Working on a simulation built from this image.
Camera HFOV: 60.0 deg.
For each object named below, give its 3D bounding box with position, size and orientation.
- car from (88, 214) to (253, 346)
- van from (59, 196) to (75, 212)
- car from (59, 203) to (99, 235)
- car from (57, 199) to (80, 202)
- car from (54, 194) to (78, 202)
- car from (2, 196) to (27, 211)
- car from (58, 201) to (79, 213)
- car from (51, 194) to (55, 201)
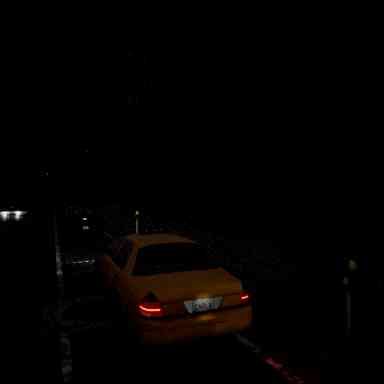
[{"bbox_3d":[-0.844,1.457,6.730,1.801,1.575,5.366,0,0,-23],"label":"car"},{"bbox_3d":[-14.706,1.343,39.024,1.690,1.788,3.998,0,0,-23],"label":"van"},{"bbox_3d":[-6.160,1.552,18.650,2.008,1.369,4.403,0,0,-23],"label":"car"},{"bbox_3d":[-10.433,1.567,28.836,1.947,1.339,4.313,0,0,-23],"label":"car"},{"bbox_3d":[-12.570,1.317,33.931,2.192,1.841,5.009,0,0,-23],"label":"car"},{"bbox_3d":[-21.472,1.569,40.005,1.994,1.385,4.181,0,0,-23],"label":"car"},{"bbox_3d":[-8.296,1.552,23.743,2.008,1.369,4.403,0,0,-23],"label":"car"},{"bbox_3d":[-31.948,1.470,79.387,1.967,1.590,4.097,0,0,-24],"label":"car"}]
